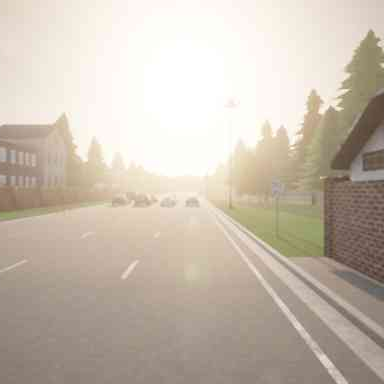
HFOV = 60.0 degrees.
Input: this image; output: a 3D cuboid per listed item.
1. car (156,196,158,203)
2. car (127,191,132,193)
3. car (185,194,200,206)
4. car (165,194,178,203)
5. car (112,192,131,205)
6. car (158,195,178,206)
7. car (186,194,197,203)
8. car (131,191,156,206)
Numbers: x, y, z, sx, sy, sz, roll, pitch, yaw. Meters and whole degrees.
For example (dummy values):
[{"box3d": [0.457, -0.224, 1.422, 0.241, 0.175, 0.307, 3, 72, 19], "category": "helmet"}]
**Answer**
[{"box3d": [-7.010, 1.169, 58.500, 1.994, 1.385, 4.181, 0, 0, 0], "category": "car"}, {"box3d": [-10.510, 0.821, 59.358, 2.150, 2.045, 5.566, 0, 0, 0], "category": "car"}, {"box3d": [0.042, 1.200, 48.183, 1.812, 1.442, 4.674, 0, 0, 1], "category": "car"}, {"box3d": [-3.510, 1.152, 58.501, 2.033, 1.411, 5.357, 0, 0, 0], "category": "car"}, {"box3d": [-10.454, 1.175, 48.910, 1.837, 1.490, 4.892, 0, 0, 1], "category": "car"}, {"box3d": [-3.456, 1.198, 48.510, 1.812, 1.442, 4.674, 0, 0, 1], "category": "car"}, {"box3d": [-0.010, 1.110, 58.501, 1.837, 1.490, 4.892, 0, 0, 0], "category": "car"}, {"box3d": [-6.956, 1.026, 48.273, 2.097, 1.767, 4.553, 0, 0, 1], "category": "car"}]
